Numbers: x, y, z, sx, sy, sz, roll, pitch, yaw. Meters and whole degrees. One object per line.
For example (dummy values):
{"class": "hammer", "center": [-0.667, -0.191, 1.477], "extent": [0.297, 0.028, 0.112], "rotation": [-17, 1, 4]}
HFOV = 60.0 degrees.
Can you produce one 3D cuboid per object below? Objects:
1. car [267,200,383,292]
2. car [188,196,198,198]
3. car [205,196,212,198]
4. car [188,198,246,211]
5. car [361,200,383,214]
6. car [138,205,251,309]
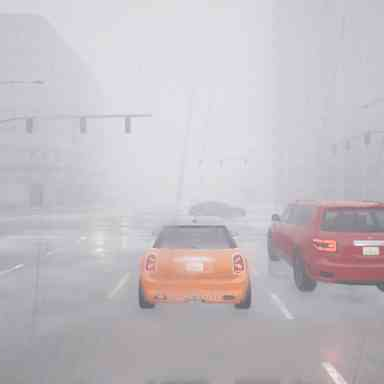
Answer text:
{"class": "car", "center": [3.547, 1.221, 9.059], "extent": [2.150, 2.045, 5.566], "rotation": [0, 0, 2]}
{"class": "car", "center": [0.218, 1.526, 68.491], "extent": [1.812, 1.442, 4.674], "rotation": [0, 0, 0]}
{"class": "car", "center": [3.612, 1.524, 74.389], "extent": [1.812, 1.442, 4.674], "rotation": [0, 0, 0]}
{"class": "car", "center": [2.127, 1.505, 28.222], "extent": [4.892, 1.490, 1.837], "rotation": [0, 0, 1]}
{"class": "car", "center": [20.508, 1.564, 35.209], "extent": [4.181, 1.385, 1.994], "rotation": [0, 0, 1]}
{"class": "car", "center": [0.069, 1.352, 8.037], "extent": [2.097, 1.767, 4.553], "rotation": [0, 0, 1]}
